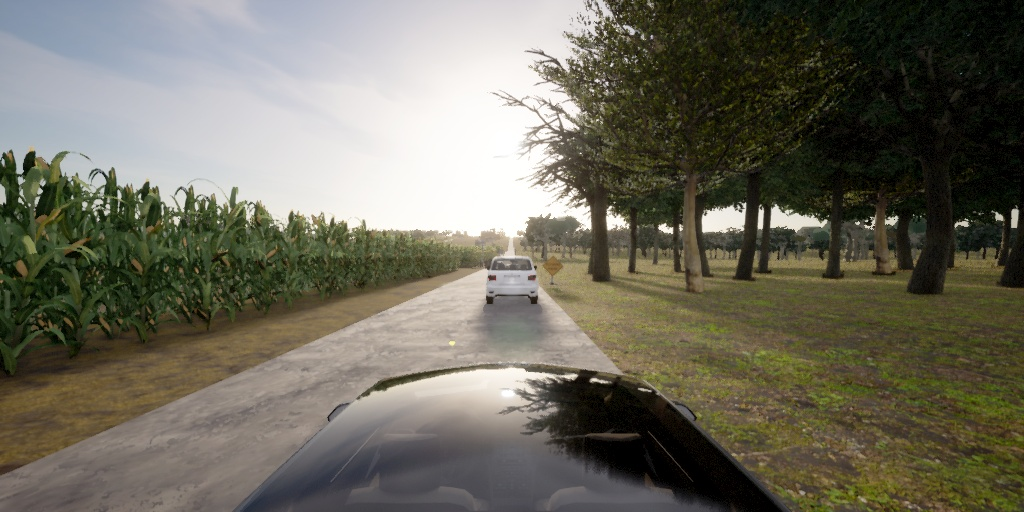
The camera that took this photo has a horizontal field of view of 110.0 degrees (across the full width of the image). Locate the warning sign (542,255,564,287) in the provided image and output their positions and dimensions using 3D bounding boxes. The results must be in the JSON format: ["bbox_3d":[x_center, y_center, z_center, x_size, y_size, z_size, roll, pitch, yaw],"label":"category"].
[{"bbox_3d":[2.451,0.892,22.006,1.300,1.860,1.060,0,0,0],"label":"warning sign"}]

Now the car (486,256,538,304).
[{"bbox_3d":[0.001,1.021,16.543,2.150,2.045,5.566,0,0,0],"label":"car"}]
